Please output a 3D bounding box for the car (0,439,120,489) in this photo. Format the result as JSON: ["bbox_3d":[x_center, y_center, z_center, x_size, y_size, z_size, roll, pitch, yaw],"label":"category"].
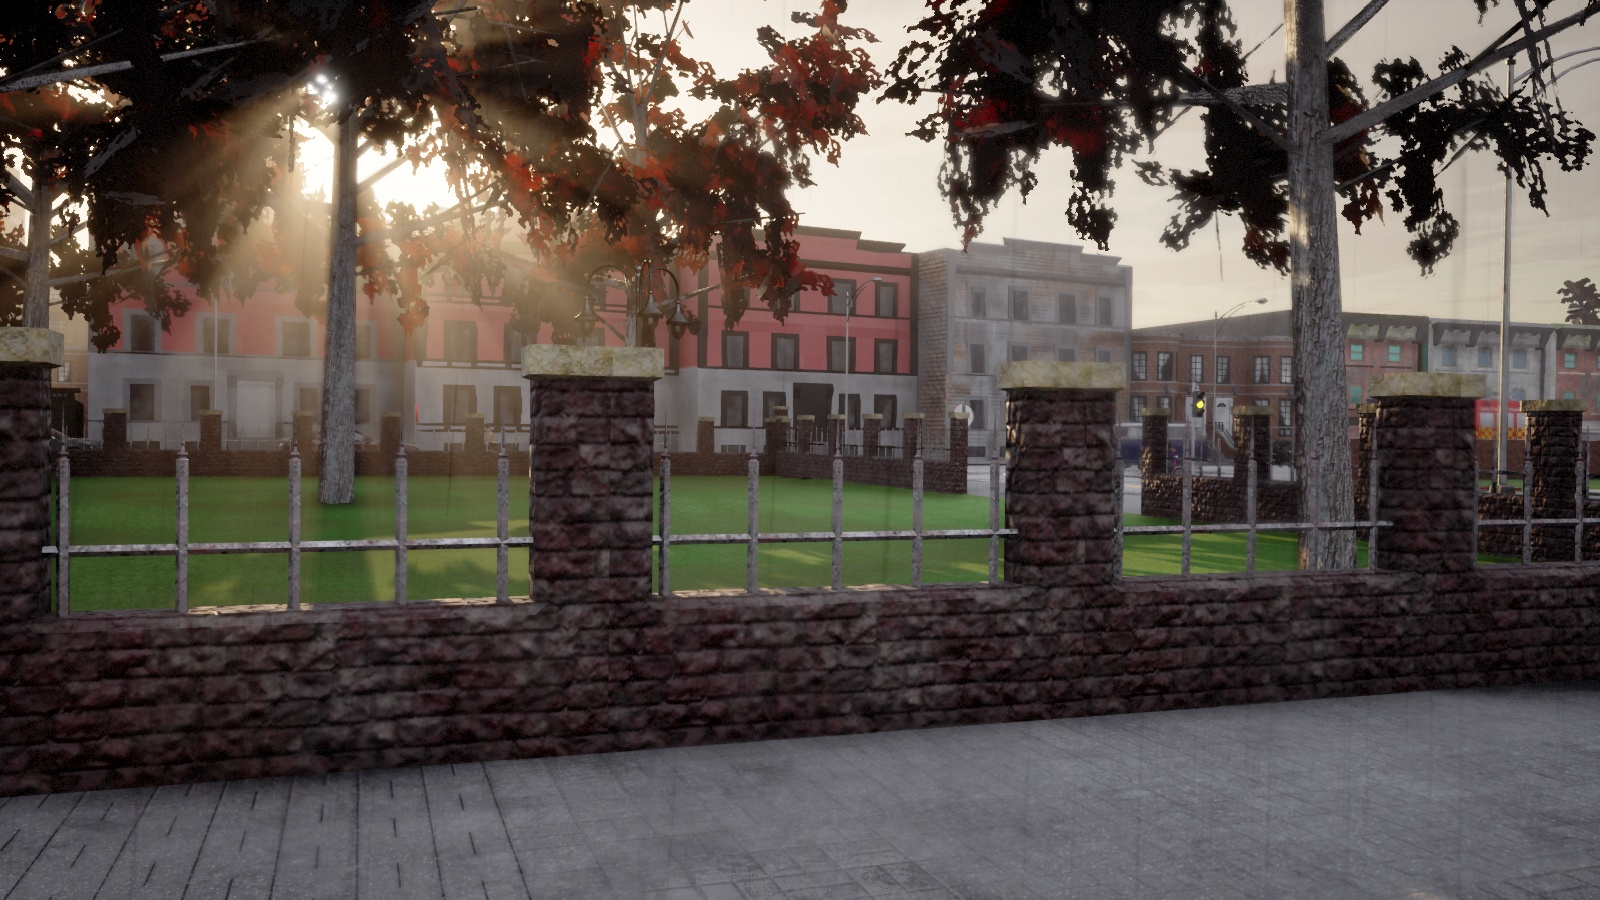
[{"bbox_3d":[-24.059,0.428,39.022,4.892,1.490,1.837,-1,1,-19],"label":"car"}]

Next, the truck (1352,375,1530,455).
[{"bbox_3d":[32.092,-1.736,62.869,8.468,3.827,2.891,-1,1,-19],"label":"truck"}]

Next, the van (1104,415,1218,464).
[{"bbox_3d":[15.147,-0.471,52.727,4.442,1.987,1.775,-1,1,-22],"label":"van"}]

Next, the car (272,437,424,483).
[{"bbox_3d":[-15.118,0.301,42.160,4.674,1.442,1.812,-1,1,-19],"label":"car"}]

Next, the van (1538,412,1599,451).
[{"bbox_3d":[41.292,-0.970,66.074,4.442,1.987,1.775,-1,1,-19],"label":"van"}]

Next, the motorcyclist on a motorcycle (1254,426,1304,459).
[{"bbox_3d":[22.729,-0.382,59.617,2.191,1.530,0.866,-1,1,-19],"label":"motorcyclist on a motorcycle"}]
